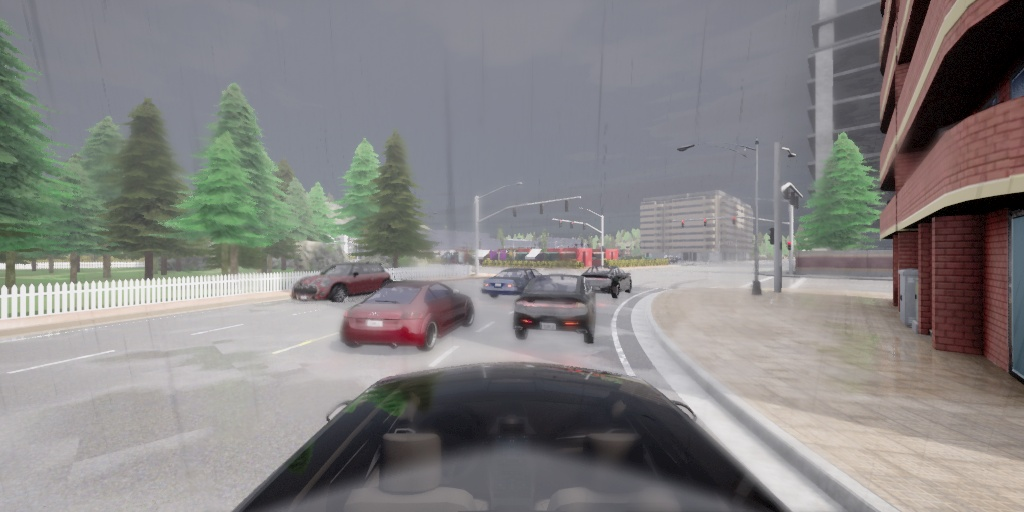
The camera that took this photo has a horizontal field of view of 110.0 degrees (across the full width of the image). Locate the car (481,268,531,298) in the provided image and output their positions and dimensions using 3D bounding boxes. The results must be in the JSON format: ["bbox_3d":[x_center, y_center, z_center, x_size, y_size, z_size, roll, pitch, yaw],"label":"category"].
[{"bbox_3d":[0.463,1.297,17.823,2.033,1.411,5.357,0,0,25],"label":"car"}]

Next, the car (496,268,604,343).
[{"bbox_3d":[1.344,1.242,9.777,2.128,1.511,4.902,0,0,14],"label":"car"}]

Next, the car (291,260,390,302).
[{"bbox_3d":[-7.705,1.101,16.685,2.097,1.767,4.553,0,0,20],"label":"car"}]

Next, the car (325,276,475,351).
[{"bbox_3d":[-2.365,1.314,9.105,1.994,1.385,4.181,0,0,10],"label":"car"}]

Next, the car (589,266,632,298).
[{"bbox_3d":[4.836,1.236,18.338,2.128,1.511,4.902,1,1,29],"label":"car"}]
